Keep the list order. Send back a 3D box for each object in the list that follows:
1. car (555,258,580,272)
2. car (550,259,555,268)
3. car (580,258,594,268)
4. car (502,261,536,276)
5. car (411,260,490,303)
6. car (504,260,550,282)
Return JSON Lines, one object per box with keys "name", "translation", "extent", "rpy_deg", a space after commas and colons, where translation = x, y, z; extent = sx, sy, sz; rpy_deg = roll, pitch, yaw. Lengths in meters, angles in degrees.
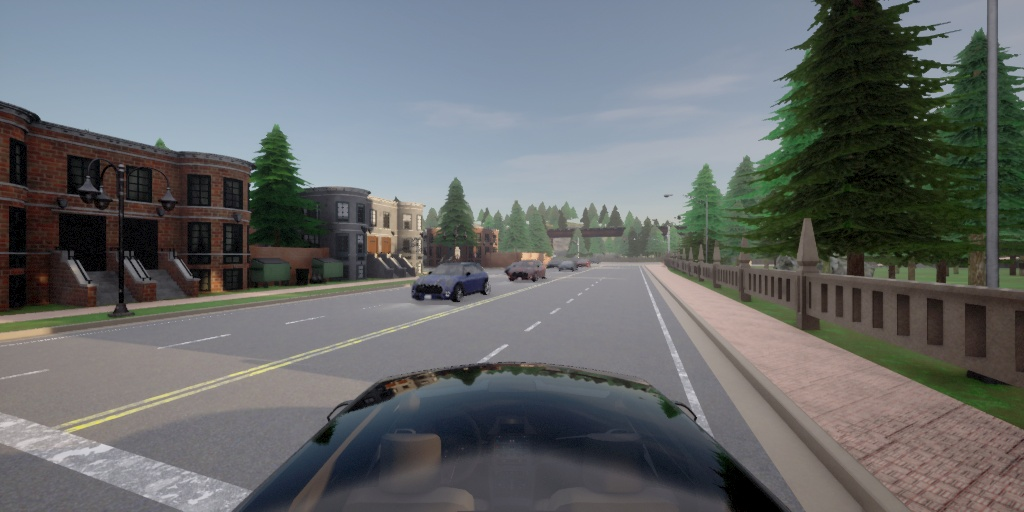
{"name": "car", "translation": [7.100, 1.275, 45.566], "extent": [1.812, 1.442, 4.674], "rpy_deg": [0, 0, 19]}
{"name": "car", "translation": [6.871, 1.255, 56.033], "extent": [1.837, 1.490, 4.892], "rpy_deg": [0, 0, 22]}
{"name": "car", "translation": [11.790, 1.228, 59.154], "extent": [1.882, 1.535, 5.008], "rpy_deg": [0, 0, 19]}
{"name": "car", "translation": [0.837, 1.297, 38.115], "extent": [2.033, 1.411, 5.357], "rpy_deg": [0, 0, 19]}
{"name": "car", "translation": [-2.736, 1.101, 16.891], "extent": [2.097, 1.767, 4.553], "rpy_deg": [0, 0, 19]}
{"name": "car", "translation": [1.279, 1.102, 28.625], "extent": [2.097, 1.767, 4.553], "rpy_deg": [0, 0, 19]}
